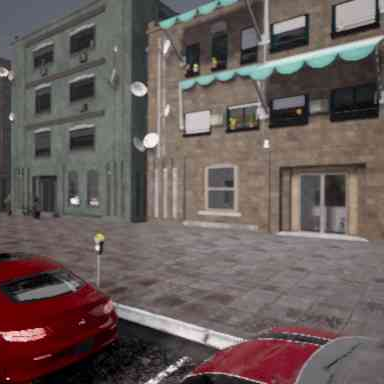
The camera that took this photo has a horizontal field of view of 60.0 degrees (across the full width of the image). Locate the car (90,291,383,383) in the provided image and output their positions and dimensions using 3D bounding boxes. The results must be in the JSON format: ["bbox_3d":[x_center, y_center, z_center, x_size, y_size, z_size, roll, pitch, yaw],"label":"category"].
[{"bbox_3d":[1.617,1.440,1.716,4.097,1.590,1.967,0,1,36],"label":"car"}]

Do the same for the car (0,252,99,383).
[{"bbox_3d":[-2.899,1.585,4.940,4.206,1.307,1.802,0,1,36],"label":"car"}]
